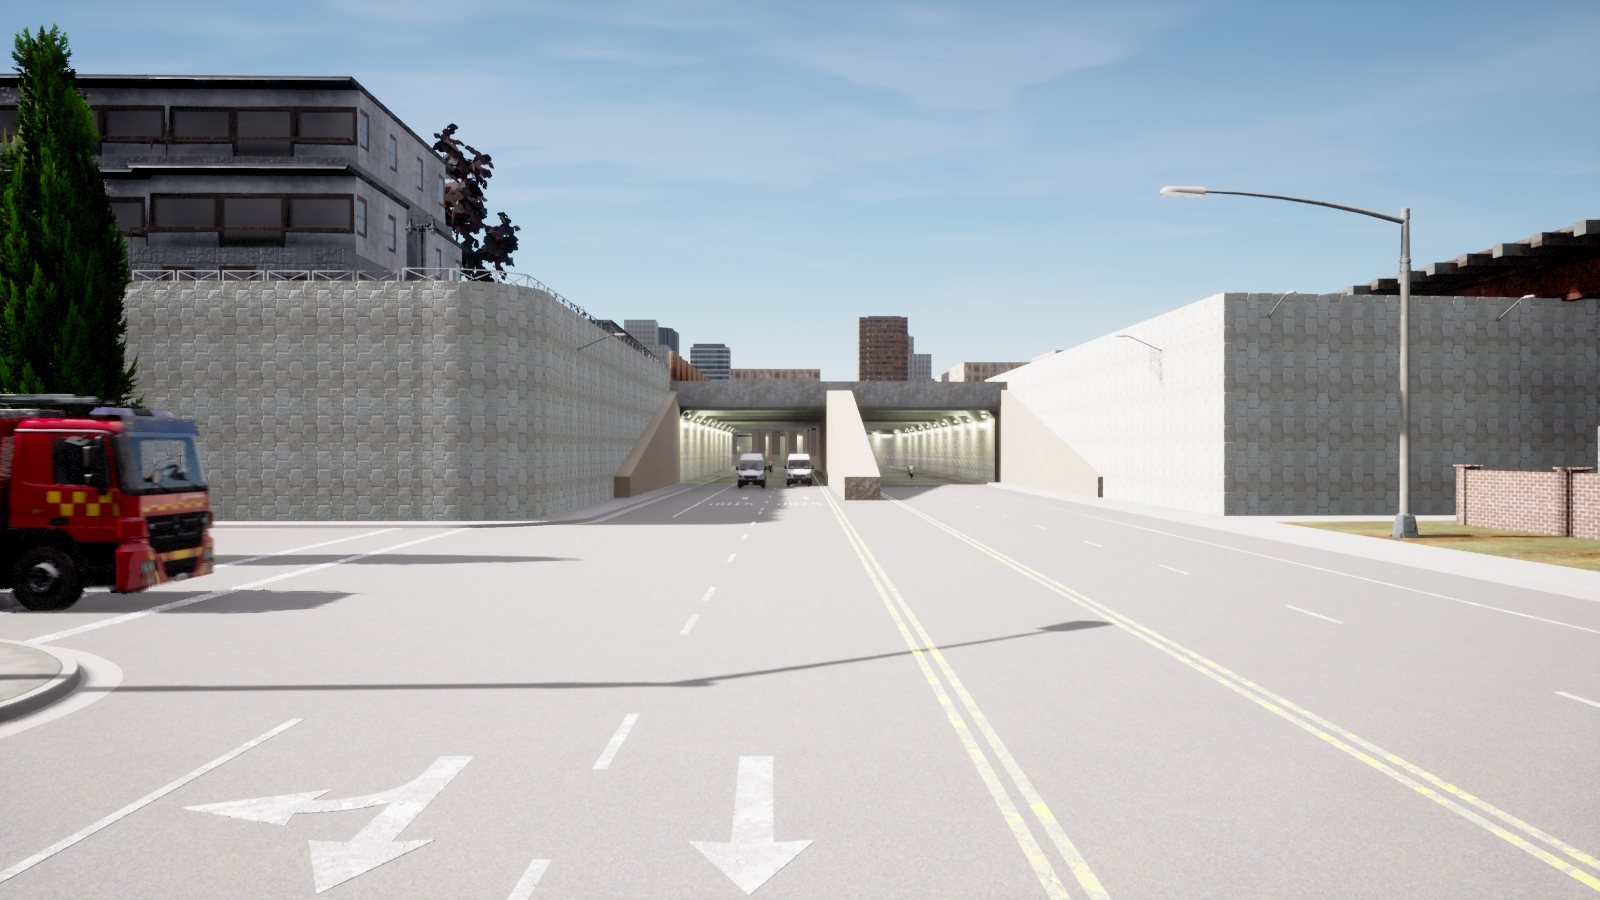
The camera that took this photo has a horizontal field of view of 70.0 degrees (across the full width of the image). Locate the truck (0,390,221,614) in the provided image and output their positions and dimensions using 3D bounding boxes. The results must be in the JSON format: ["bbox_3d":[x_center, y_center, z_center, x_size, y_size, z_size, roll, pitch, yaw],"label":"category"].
[{"bbox_3d":[-15.625,0.890,21.001,8.468,3.827,2.891,0,0,-1],"label":"truck"}]
